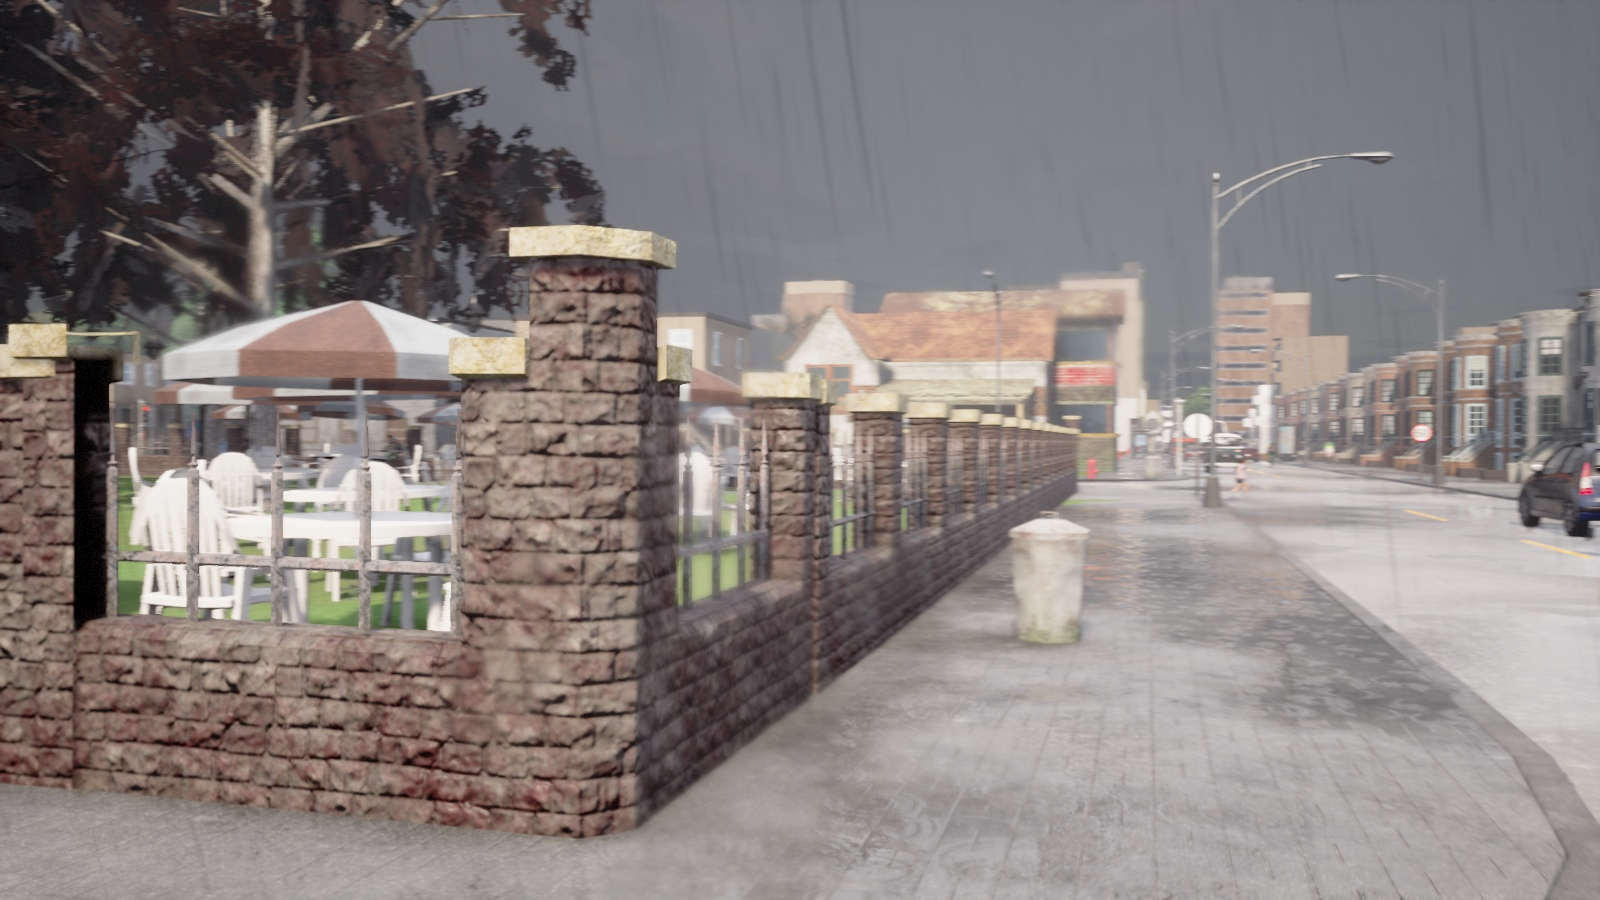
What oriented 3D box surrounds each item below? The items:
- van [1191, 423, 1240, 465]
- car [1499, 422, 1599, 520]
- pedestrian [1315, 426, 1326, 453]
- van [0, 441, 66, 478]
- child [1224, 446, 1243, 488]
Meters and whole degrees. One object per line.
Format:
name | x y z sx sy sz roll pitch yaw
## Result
van | 21.064 -0.294 63.821 2.069 2.038 4.480 -1 1 15
car | 14.216 0.321 22.682 1.851 1.617 3.988 -1 1 15
pedestrian | 37.128 -0.736 89.650 0.659 1.952 0.873 -1 1 19
van | -44.692 0.517 72.072 1.775 1.987 4.442 -1 1 15
child | 11.561 0.460 33.502 0.394 1.110 0.255 -1 0 -11
